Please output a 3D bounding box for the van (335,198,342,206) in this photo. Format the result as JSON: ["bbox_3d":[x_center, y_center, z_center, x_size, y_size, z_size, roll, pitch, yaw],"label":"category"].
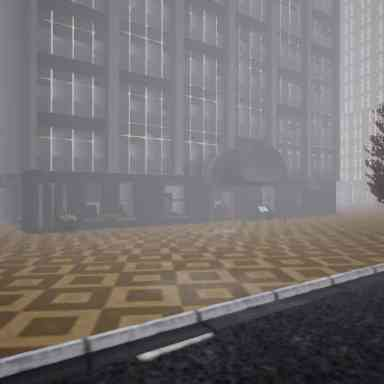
[{"bbox_3d":[27.298,1.973,64.885,1.690,1.788,3.998,-1,-1,-22],"label":"van"}]

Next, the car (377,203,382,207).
[{"bbox_3d":[37.181,2.127,62.815,1.947,1.339,4.313,-1,-1,-22],"label":"car"}]
